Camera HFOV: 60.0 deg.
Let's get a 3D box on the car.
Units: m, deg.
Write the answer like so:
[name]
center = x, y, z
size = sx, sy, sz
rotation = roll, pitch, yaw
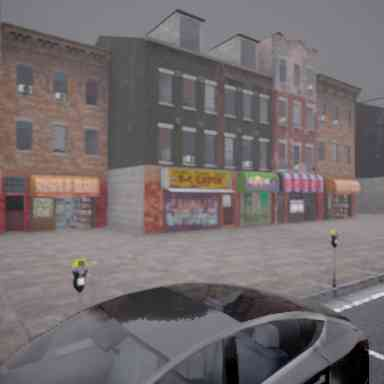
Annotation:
[car]
center = -0.325, 1.565, 2.569
size = 4.313, 1.339, 1.947
rotation = 0, 1, -36
